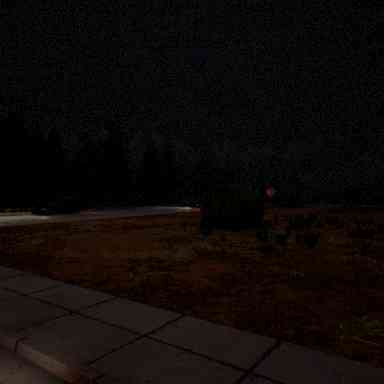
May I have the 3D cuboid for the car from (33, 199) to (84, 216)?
[{"bbox_3d":[-13.063,1.504,32.821,1.882,1.535,5.008,0,0,36],"label":"car"}]

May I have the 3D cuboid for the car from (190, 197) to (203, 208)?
[{"bbox_3d":[2.195,1.532,47.239,1.837,1.490,4.892,0,0,36],"label":"car"}]

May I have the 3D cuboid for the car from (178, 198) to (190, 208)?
[{"bbox_3d":[-0.157,1.552,50.211,1.812,1.442,4.674,0,0,37],"label":"car"}]
